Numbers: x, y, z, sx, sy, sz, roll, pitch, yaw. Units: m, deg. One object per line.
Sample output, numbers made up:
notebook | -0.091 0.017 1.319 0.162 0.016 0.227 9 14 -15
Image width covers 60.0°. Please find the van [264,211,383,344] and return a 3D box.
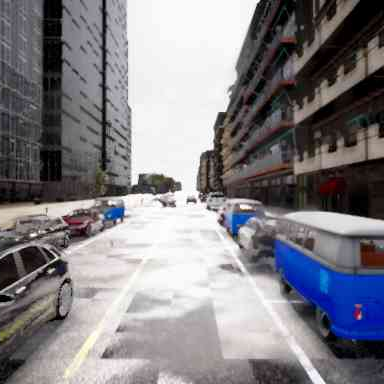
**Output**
van | 2.686 1.325 6.164 1.690 1.788 3.998 1 0 0

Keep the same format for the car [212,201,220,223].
car | 2.648 1.520 23.104 1.802 1.307 4.206 1 0 0

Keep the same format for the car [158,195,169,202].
car | -5.826 1.299 68.059 1.752 1.417 4.829 1 0 0

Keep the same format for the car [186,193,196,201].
car | -0.162 1.117 76.001 2.128 1.511 4.902 0 0 0

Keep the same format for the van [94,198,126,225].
van | -5.730 1.279 23.061 1.690 1.788 3.998 1 0 0

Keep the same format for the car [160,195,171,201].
car | -5.839 1.300 73.876 2.008 1.369 4.403 1 0 0

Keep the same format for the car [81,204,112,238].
car | -5.720 1.536 17.415 1.802 1.307 4.206 1 0 0

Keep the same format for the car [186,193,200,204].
car | -0.101 1.359 58.737 2.033 1.411 5.357 0 0 1

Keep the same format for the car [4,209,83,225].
car | -5.708 1.520 11.769 2.008 1.369 4.403 1 0 0

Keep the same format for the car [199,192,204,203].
car | 2.567 1.236 62.630 1.967 1.590 4.097 1 0 0

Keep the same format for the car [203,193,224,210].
car | 2.912 1.104 40.989 2.150 2.045 5.566 0 0 0

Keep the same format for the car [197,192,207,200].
car | 2.521 1.014 85.213 2.192 1.841 5.009 1 0 0

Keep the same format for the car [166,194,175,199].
car | -5.874 1.222 90.814 2.008 1.369 4.403 1 0 0

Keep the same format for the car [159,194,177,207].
car | -3.181 1.349 46.884 2.128 1.511 4.902 0 0 0

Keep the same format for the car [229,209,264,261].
car | 2.672 1.521 11.812 2.008 1.369 4.403 1 0 0

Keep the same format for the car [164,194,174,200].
car | -5.862 1.249 85.168 2.008 1.369 4.403 1 0 0

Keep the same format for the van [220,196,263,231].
van | 2.663 1.296 17.457 1.690 1.788 3.998 1 0 0

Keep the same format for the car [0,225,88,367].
car | -3.110 1.493 4.404 1.837 1.490 4.892 0 0 0
